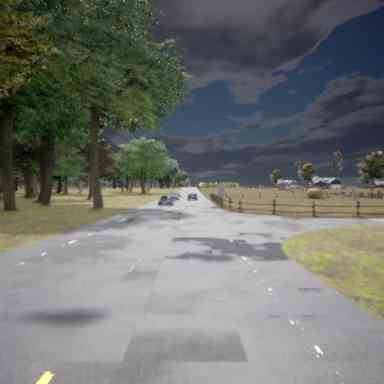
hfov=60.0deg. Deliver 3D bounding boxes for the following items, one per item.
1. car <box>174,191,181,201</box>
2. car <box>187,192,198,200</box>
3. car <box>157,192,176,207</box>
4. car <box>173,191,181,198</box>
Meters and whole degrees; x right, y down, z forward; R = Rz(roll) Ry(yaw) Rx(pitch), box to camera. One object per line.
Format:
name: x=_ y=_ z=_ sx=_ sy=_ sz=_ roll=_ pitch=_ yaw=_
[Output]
car: x=-3.516 y=0.722 z=61.926 sx=2.097 sy=1.767 sz=4.553 roll=0 pitch=1 yaw=1
car: x=0.120 y=0.787 z=66.049 sx=2.128 sy=1.511 sz=4.902 roll=0 pitch=1 yaw=0
car: x=-3.567 y=1.168 z=45.144 sx=1.812 sy=1.442 sz=4.674 roll=0 pitch=1 yaw=0
car: x=-3.475 y=0.584 z=77.413 sx=1.812 sy=1.442 sz=4.674 roll=0 pitch=1 yaw=0
